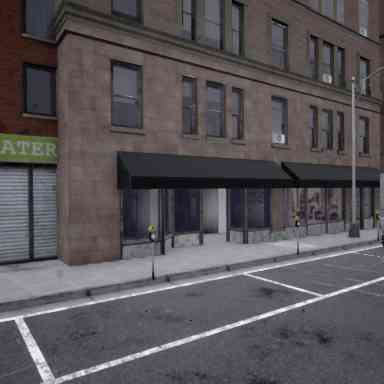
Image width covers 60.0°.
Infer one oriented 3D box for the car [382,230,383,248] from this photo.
[{"bbox_3d":[9.199,1.540,13.104,4.507,1.381,1.887,0,-1,-35],"label":"car"}]
